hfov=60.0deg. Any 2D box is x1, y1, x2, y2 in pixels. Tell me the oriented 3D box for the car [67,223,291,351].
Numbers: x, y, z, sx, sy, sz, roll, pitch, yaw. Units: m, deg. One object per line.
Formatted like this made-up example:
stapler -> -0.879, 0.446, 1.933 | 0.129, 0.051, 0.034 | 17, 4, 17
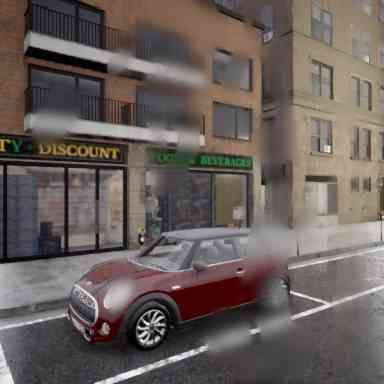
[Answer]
car -> -0.098, 1.440, 6.125 | 4.097, 1.590, 1.967 | 0, 0, -36
